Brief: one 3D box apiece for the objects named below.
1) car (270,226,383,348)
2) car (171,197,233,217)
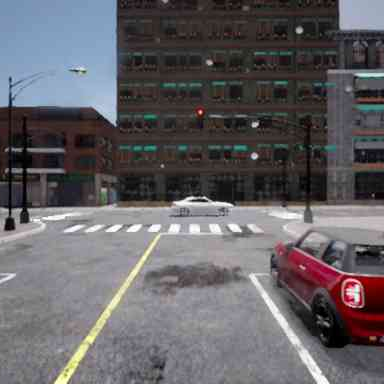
[{"bbox_3d":[2.751,1.337,6.110,1.967,1.590,4.097,1,1,0],"label":"car"},{"bbox_3d":[0.753,1.073,24.940,4.674,1.442,1.812,0,0,1],"label":"car"}]
